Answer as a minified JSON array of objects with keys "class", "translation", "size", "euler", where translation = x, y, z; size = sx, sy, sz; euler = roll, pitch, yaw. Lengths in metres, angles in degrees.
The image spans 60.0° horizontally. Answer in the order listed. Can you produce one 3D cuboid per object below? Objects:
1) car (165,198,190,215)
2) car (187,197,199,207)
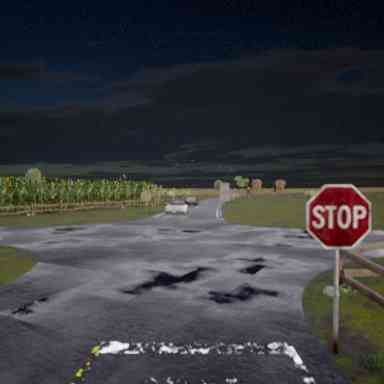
[{"class":"car","translation":[-1.547,1.583,33.618],"size":[1.895,1.301,4.718],"euler":[0,0,4]},{"class":"car","translation":[-0.090,1.436,50.633],"size":[1.882,1.535,5.008],"euler":[0,0,6]}]
